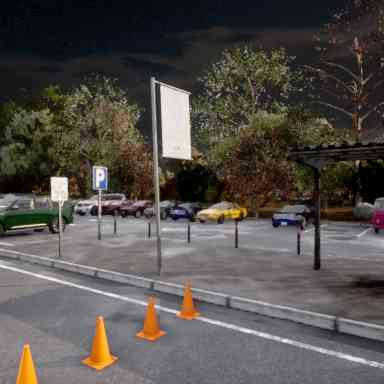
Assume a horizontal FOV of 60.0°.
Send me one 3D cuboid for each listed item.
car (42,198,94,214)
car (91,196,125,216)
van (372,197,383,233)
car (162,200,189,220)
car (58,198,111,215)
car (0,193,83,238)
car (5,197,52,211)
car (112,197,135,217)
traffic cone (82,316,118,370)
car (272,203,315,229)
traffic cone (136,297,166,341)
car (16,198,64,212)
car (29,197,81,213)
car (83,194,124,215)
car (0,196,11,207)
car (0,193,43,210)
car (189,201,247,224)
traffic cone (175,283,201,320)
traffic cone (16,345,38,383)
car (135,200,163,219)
[{"bbox_3d":[-13.468,1.455,36.508,2.097,1.535,5.008,0,0,35],"label":"car"},{"bbox_3d":[-6.648,1.466,31.728,2.097,1.535,5.008,0,0,35],"label":"car"},{"bbox_3d":[11.583,1.264,19.053,1.878,1.987,4.442,0,0,35],"label":"van"},{"bbox_3d":[0.179,1.504,26.960,2.163,1.488,4.792,0,0,35],"label":"car"},{"bbox_3d":[-11.196,1.461,34.910,2.231,1.521,4.892,0,0,35],"label":"car"},{"bbox_3d":[-8.933,1.221,17.307,2.435,2.045,5.566,0,0,35],"label":"car"},{"bbox_3d":[-20.266,1.452,41.327,2.163,1.488,4.792,0,0,35],"label":"car"},{"bbox_3d":[-4.377,1.469,30.133,2.097,1.535,5.008,0,0,35],"label":"car"},{"bbox_3d":[-1.220,1.957,4.423,0.340,0.580,0.340,0,0,35],"label":"traffic cone"},{"bbox_3d":[6.958,1.513,22.125,2.163,1.488,4.792,0,0,35],"label":"car"},{"bbox_3d":[-0.645,1.957,5.240,0.340,0.580,0.340,0,0,35],"label":"traffic cone"},{"bbox_3d":[-18.022,1.469,39.679,2.163,1.488,4.792,0,0,35],"label":"car"},{"bbox_3d":[-15.631,1.444,38.260,1.946,1.575,5.366,0,0,35],"label":"car"},{"bbox_3d":[-8.938,1.212,33.297,2.435,2.045,5.566,0,0,35],"label":"car"},{"bbox_3d":[-29.259,1.332,47.839,1.946,1.575,5.366,1,0,35],"label":"car"},{"bbox_3d":[-22.567,1.153,42.874,2.435,2.045,5.566,0,0,35],"label":"car"},{"bbox_3d":[2.326,1.475,25.189,1.946,1.575,5.366,0,0,35],"label":"car"},{"bbox_3d":[-0.070,1.957,6.055,0.340,0.580,0.340,0,0,36],"label":"traffic cone"},{"bbox_3d":[-1.796,1.957,3.607,0.340,0.580,0.340,0,0,35],"label":"traffic cone"},{"bbox_3d":[-2.105,1.473,28.537,2.231,1.521,4.892,0,0,35],"label":"car"}]
